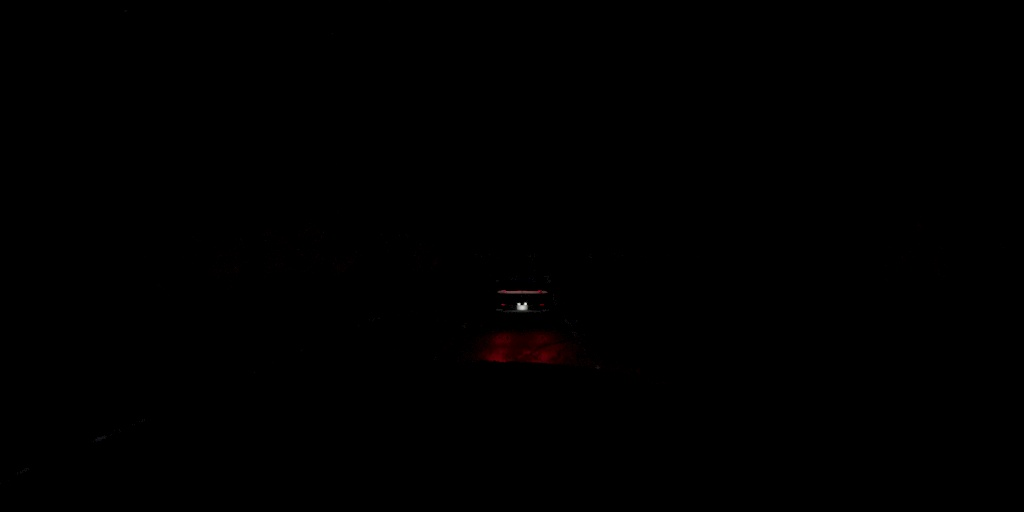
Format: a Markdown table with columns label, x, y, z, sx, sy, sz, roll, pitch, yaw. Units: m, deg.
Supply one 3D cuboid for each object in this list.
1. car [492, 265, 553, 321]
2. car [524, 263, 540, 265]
| label | x | y | z | sx | sy | sz | roll | pitch | yaw |
| --- | --- | --- | --- | --- | --- | --- | --- | --- | --- |
| car | 0.383 | 1.248 | 12.564 | 2.128 | 1.511 | 4.902 | 0 | 0 | 2 |
| car | 1.750 | 1.308 | 31.351 | 2.033 | 1.411 | 5.357 | 0 | 0 | 6 |
